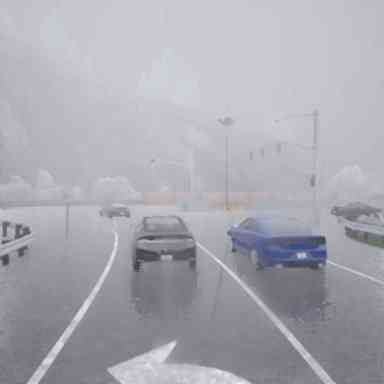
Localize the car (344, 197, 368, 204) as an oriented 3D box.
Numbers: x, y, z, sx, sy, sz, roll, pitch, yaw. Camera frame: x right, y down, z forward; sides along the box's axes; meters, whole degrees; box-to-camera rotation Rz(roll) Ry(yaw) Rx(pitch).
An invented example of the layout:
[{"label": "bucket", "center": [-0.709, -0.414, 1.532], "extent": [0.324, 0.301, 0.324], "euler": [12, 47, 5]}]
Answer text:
[{"label": "car", "center": [33.241, 1.666, 67.351], "extent": [4.181, 1.385, 1.994], "euler": [0, 0, -17]}]

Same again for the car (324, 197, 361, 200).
[{"label": "car", "center": [24.460, 1.622, 54.180], "extent": [4.674, 1.442, 1.812], "euler": [0, 0, -14]}]

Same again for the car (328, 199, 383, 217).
[{"label": "car", "center": [14.724, 1.576, 29.747], "extent": [4.674, 1.442, 1.812], "euler": [0, 0, -16]}]

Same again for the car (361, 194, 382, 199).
[{"label": "car", "center": [35.822, 1.325, 64.545], "extent": [5.566, 2.045, 2.150], "euler": [0, 0, -17]}]

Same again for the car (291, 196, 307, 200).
[{"label": "car", "center": [21.068, 1.648, 60.507], "extent": [4.674, 1.442, 1.812], "euler": [0, 0, -14]}]

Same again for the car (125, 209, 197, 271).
[{"label": "car", "center": [-1.030, 1.525, 11.106], "extent": [2.128, 1.511, 4.902], "euler": [0, 0, -9]}]

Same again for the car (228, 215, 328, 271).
[{"label": "car", "center": [2.555, 1.503, 11.100], "extent": [1.882, 1.535, 5.008], "euler": [0, 0, -7]}]

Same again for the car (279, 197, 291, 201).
[{"label": "car", "center": [19.000, 1.613, 63.583], "extent": [5.008, 1.535, 1.882], "euler": [0, 0, -14]}]

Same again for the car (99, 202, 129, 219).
[{"label": "car", "center": [-6.995, 1.632, 30.015], "extent": [1.812, 1.442, 4.674], "euler": [0, 0, -29]}]

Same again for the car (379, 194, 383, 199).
[{"label": "car", "center": [38.104, 1.627, 61.626], "extent": [5.357, 1.411, 2.033], "euler": [0, 0, -17]}]

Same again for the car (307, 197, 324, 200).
[{"label": "car", "center": [23.085, 1.601, 57.431], "extent": [4.902, 1.511, 2.128], "euler": [0, 0, -14]}]
